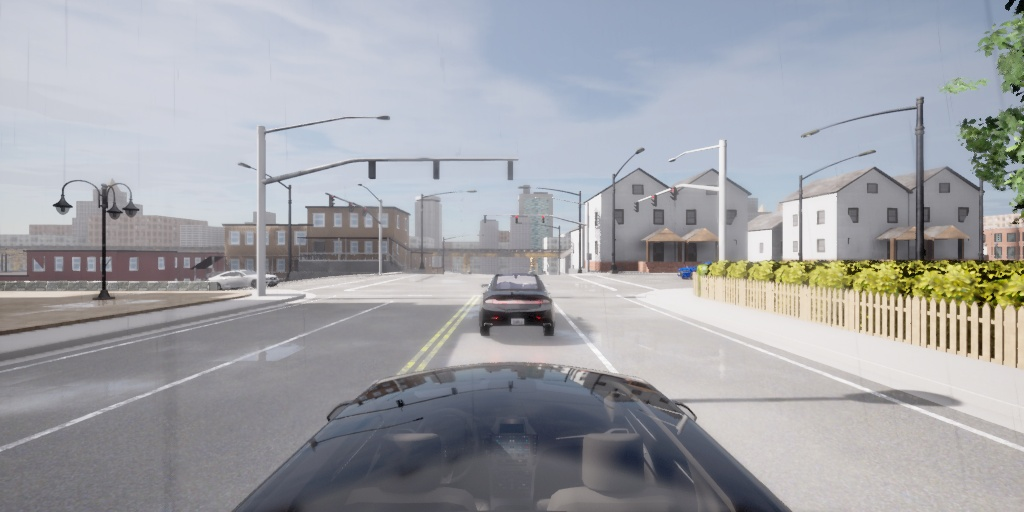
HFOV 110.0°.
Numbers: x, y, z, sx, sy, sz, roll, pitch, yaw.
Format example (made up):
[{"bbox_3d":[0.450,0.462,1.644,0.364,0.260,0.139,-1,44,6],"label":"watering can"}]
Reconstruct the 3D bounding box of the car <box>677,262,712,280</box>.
[{"bbox_3d":[16.668,1.228,30.409,5.008,1.535,1.882,0,0,-1],"label":"car"}]

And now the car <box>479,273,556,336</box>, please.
[{"bbox_3d":[0.118,1.242,10.372,2.128,1.511,4.902,0,0,0],"label":"car"}]

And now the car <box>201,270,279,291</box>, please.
[{"bbox_3d":[-19.659,1.742,26.244,4.674,1.442,1.812,-4,0,1],"label":"car"}]
